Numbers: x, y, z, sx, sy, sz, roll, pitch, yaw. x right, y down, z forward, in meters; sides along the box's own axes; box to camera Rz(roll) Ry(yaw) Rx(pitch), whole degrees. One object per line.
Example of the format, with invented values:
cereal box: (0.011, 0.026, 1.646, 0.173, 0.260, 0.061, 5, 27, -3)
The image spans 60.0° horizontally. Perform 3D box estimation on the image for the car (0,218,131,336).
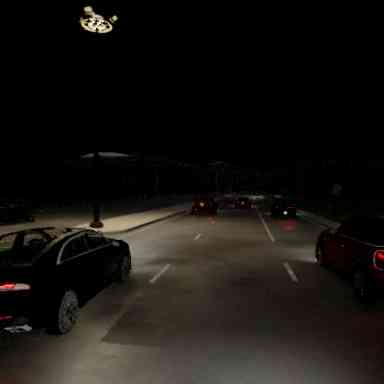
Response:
car: (-2.660, 1.446, 6.652, 2.128, 1.511, 4.902, 0, 0, 6)

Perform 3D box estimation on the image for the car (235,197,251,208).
car: (6.662, 1.358, 43.550, 1.994, 1.385, 4.181, 0, 0, 10)

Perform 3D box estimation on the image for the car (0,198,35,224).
car: (-12.302, 1.191, 21.469, 2.097, 1.767, 4.553, 0, 0, 10)

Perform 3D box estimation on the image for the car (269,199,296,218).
car: (7.789, 1.382, 28.674, 1.837, 1.490, 4.892, 0, 0, 9)

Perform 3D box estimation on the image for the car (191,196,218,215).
car: (1.265, 1.186, 32.107, 2.097, 1.767, 4.553, 0, 0, 10)

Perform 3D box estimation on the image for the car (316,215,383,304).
car: (4.564, 1.326, 8.111, 2.097, 1.767, 4.553, 0, 0, 7)
